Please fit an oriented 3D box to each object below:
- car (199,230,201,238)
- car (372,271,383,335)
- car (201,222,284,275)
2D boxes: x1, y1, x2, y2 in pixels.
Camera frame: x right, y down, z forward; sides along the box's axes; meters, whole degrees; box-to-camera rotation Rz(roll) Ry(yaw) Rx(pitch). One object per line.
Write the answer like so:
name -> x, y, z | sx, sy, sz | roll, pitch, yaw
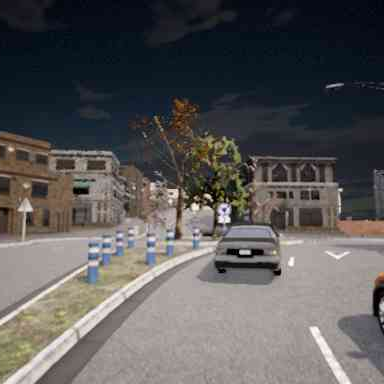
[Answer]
car -> 2.528, 5.111, 41.986 | 4.902, 1.511, 2.128 | 0, -7, 2
car -> 3.833, 1.347, 3.558 | 2.097, 1.767, 4.553 | -1, 0, 5
car -> 1.962, 1.698, 10.841 | 2.033, 1.411, 5.357 | -2, -3, 14
